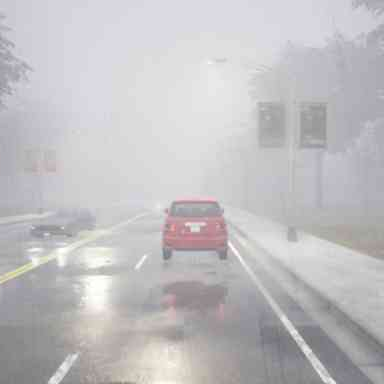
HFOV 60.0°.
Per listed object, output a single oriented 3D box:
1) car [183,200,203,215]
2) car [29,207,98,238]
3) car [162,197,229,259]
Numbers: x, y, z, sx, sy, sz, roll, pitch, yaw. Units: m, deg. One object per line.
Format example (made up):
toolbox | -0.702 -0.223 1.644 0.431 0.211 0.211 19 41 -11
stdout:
car | 0.101 1.559 34.592 1.994 1.385 4.181 0 0 0
car | -6.556 1.535 17.709 2.033 1.411 5.357 0 0 0
car | 0.101 1.210 12.642 2.150 2.045 5.566 0 0 0
